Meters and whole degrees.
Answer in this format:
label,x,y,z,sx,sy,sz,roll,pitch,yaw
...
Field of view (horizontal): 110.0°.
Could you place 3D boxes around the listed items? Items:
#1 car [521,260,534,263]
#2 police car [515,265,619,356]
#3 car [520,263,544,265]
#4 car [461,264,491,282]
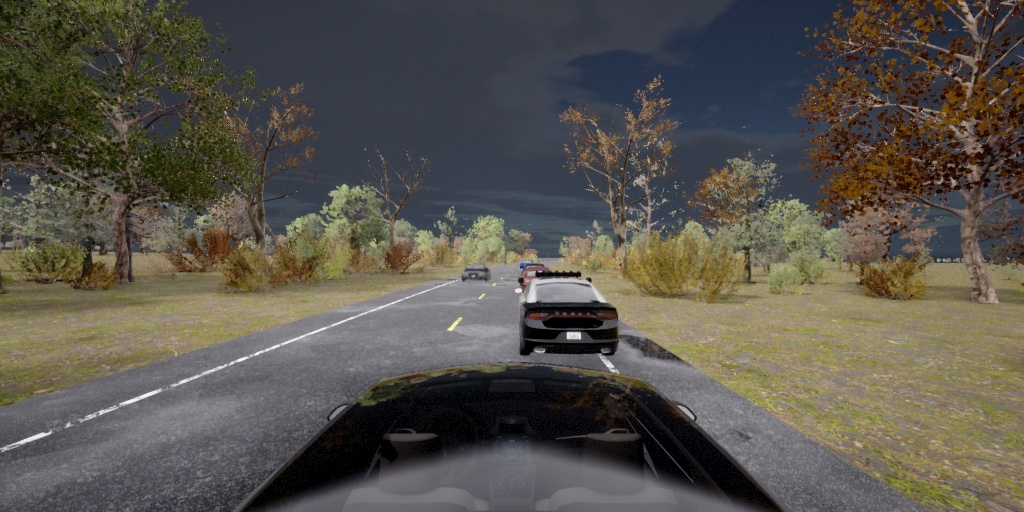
label,x,y,z,sx,sy,sz,roll,pitch,yaw
car,1.533,1.266,24.603,1.837,1.490,4.892,0,0,2
police car,1.107,1.177,8.790,1.930,1.638,5.238,0,0,1
car,1.325,1.281,18.633,1.812,1.442,4.674,0,0,2
car,-2.796,1.331,28.825,1.994,1.385,4.181,0,0,3
